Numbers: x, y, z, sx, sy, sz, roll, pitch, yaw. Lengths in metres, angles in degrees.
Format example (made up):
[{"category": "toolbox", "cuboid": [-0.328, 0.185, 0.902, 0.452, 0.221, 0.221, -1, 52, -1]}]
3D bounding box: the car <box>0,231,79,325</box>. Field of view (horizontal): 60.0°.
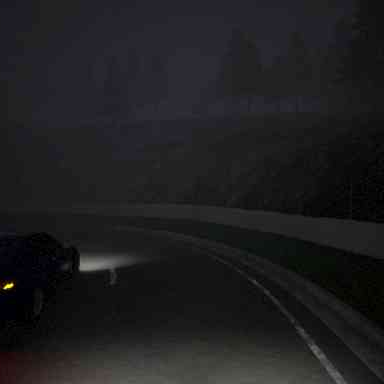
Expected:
[{"category": "car", "cuboid": [-3.698, 1.530, 6.907, 1.812, 1.442, 4.674, 0, 0, -6]}]
